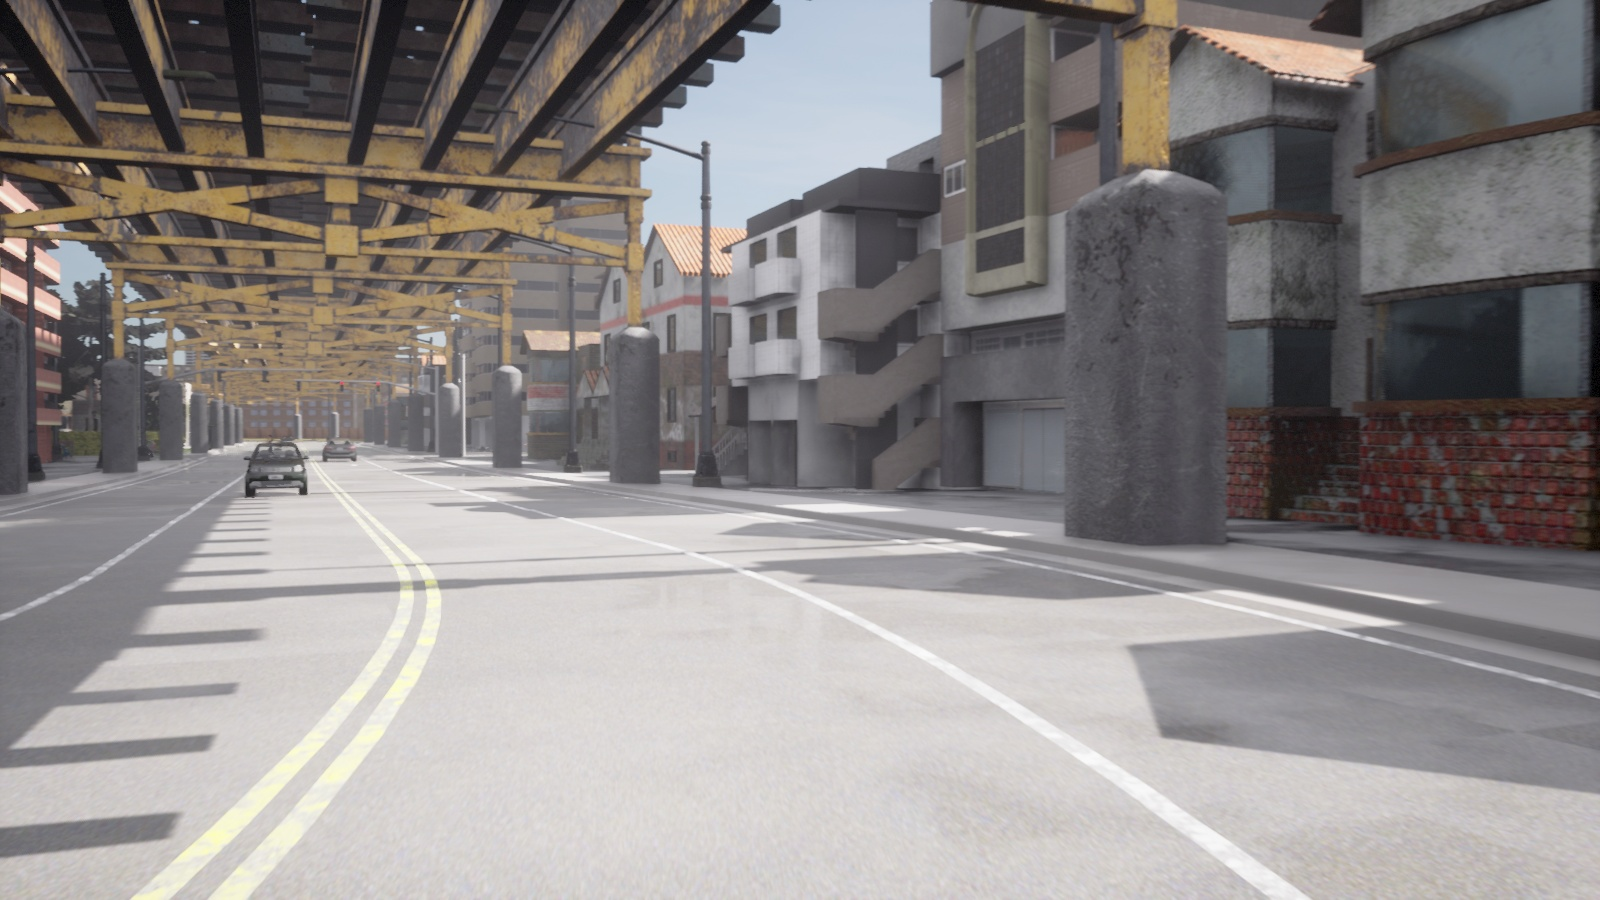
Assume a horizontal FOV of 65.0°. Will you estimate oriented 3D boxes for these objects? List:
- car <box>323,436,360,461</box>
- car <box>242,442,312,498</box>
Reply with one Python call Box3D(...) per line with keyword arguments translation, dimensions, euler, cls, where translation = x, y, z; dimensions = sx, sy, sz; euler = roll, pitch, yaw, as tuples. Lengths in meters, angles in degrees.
Box3D(translation=(-32.145, -0.160, 87.958), dimensions=(2.242, 1.667, 4.611), euler=(0, 1, -22), cls="car")
Box3D(translation=(-15.388, 0.546, 37.029), dimensions=(1.789, 1.549, 3.705), euler=(0, 0, -22), cls="car")
